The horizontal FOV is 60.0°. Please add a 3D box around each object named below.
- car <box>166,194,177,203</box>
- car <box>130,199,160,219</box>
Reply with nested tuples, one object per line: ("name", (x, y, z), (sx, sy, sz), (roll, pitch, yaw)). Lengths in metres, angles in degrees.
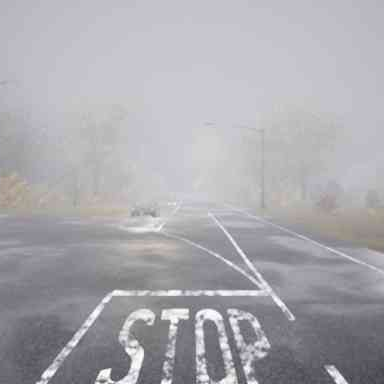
("car", (-3.824, 1.206, 62.305), (2.128, 1.511, 4.902), (0, 0, -1))
("car", (-3.531, 1.268, 25.775), (1.812, 1.442, 4.674), (1, -2, 0))
